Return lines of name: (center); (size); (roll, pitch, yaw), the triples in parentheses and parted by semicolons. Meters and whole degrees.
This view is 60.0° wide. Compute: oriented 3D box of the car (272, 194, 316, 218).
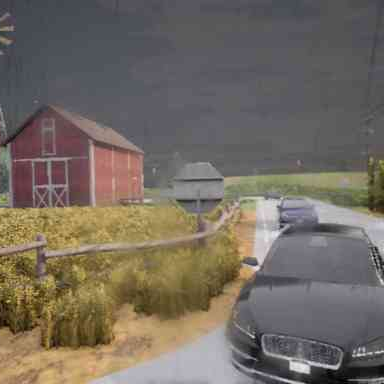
car: (5.547, 1.057, 18.016); (1.812, 1.442, 4.674); (-1, 1, 11)

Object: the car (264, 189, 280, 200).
car: (11.286, 0.377, 47.122); (1.837, 1.490, 4.892); (-1, 1, 7)

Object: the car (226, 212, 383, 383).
car: (2.079, 1.348, 5.327); (1.837, 1.490, 4.892); (-1, 1, 26)
